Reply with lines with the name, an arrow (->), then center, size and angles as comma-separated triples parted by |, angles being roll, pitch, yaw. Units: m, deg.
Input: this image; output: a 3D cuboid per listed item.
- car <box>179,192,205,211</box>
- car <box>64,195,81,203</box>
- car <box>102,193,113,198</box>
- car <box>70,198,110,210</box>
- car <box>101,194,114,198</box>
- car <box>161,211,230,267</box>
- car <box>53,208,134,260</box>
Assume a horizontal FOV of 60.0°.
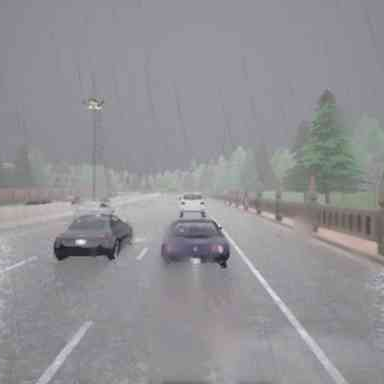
car -> 0.006, 1.052, 29.751 | 2.150, 2.045, 5.566 | 0, 0, -1
car -> -18.215, 1.243, 50.364 | 1.812, 1.442, 4.674 | 0, 0, -1
car -> -22.567, 0.965, 88.744 | 1.895, 1.301, 4.718 | 0, 0, -1
car -> -6.938, 1.392, 23.694 | 1.812, 1.442, 4.674 | 0, 0, 0
car -> -14.876, 1.176, 58.237 | 1.837, 1.490, 4.892 | 0, 0, -1
car -> 0.089, 1.537, 11.082 | 1.895, 1.301, 4.718 | 0, 0, 0
car -> -3.404, 1.495, 12.209 | 1.994, 1.385, 4.181 | 0, 0, 0
